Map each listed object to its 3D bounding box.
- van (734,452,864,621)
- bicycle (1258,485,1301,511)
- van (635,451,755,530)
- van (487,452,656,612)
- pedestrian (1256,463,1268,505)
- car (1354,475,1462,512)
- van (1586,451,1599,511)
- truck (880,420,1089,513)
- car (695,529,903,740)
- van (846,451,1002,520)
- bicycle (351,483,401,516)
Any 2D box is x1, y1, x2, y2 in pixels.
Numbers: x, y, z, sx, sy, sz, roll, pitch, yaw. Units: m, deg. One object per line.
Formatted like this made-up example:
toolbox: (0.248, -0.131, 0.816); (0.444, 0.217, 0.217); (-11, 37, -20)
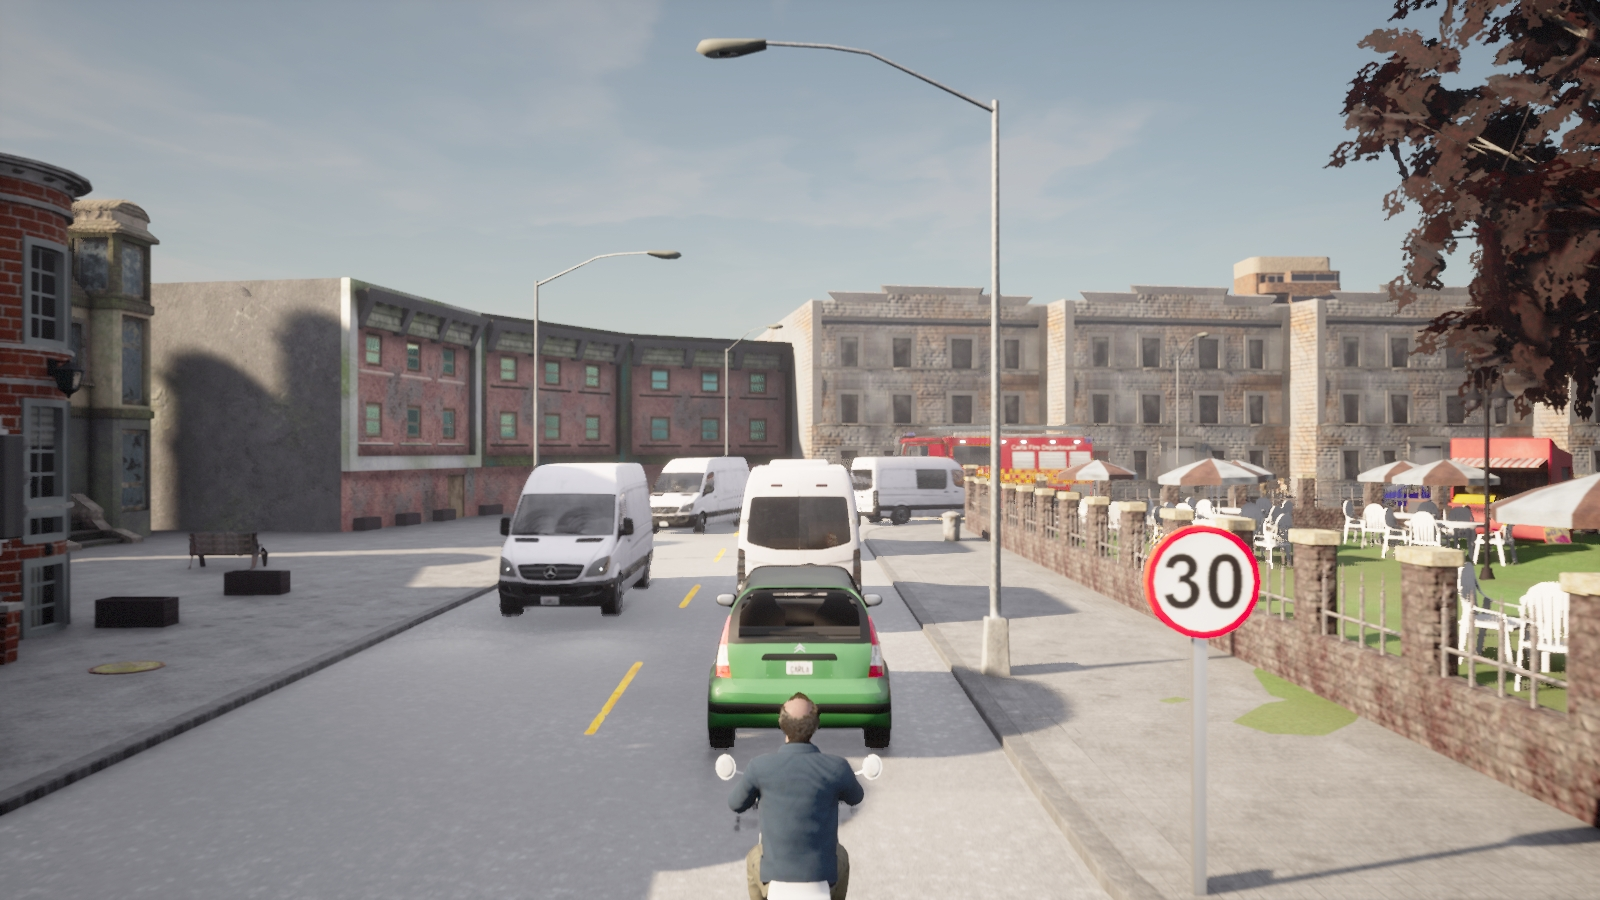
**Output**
van: (-0.017, 1.321, 20.329); (1.988, 2.561, 5.915); (0, 0, 0)
bicycle: (20.443, 2.050, 48.745); (1.487, 1.080, 0.859); (0, 0, 0)
van: (-3.574, 1.327, 40.284); (1.988, 2.561, 5.915); (-1, 0, 18)
van: (-4.034, 1.321, 21.278); (1.988, 2.561, 5.915); (0, 0, 0)
pedestrian: (20.903, 1.537, 51.652); (0.375, 1.860, 0.375); (0, 0, -3)
car: (25.892, 1.832, 48.745); (3.633, 1.501, 1.845); (0, 0, 0)
van: (37.202, 1.329, 48.771); (5.915, 2.561, 1.988); (0, 0, 0)
truck: (7.776, 0.685, 48.949); (8.468, 3.827, 2.891); (0, 0, 0)
car: (-0.010, 1.783, 12.189); (1.851, 1.617, 3.988); (0, 0, 0)
van: (4.850, 1.329, 44.316); (5.915, 2.561, 1.988); (0, -1, -28)
bicycle: (-16.605, 1.953, 44.750); (1.835, 1.271, 0.329); (0, 0, 0)
